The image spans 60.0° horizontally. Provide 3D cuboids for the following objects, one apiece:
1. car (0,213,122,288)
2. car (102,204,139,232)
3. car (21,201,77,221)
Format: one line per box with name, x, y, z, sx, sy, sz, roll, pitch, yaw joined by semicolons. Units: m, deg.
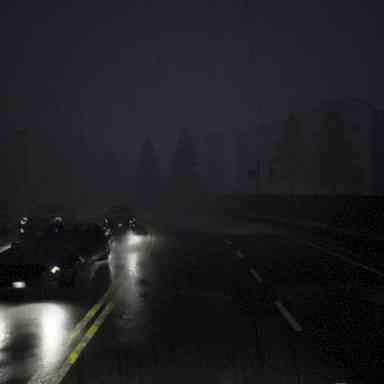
car;-3.674;1.571;9.647;2.033;1.411;5.357;0;0;-1
car;-4.395;1.554;20.476;1.837;1.490;4.892;0;0;-12
car;-7.631;1.395;18.103;2.097;1.767;4.553;0;0;-8
